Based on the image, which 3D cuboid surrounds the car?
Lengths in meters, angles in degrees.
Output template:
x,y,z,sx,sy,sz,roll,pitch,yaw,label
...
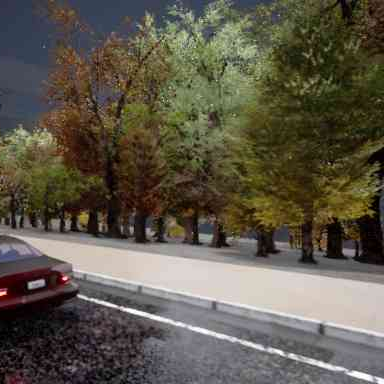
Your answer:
x,y,z,sx,sy,sz,roll,pitch,yaw,label
-4.635,1.614,7.008,5.357,1.411,2.033,-1,0,36,car
